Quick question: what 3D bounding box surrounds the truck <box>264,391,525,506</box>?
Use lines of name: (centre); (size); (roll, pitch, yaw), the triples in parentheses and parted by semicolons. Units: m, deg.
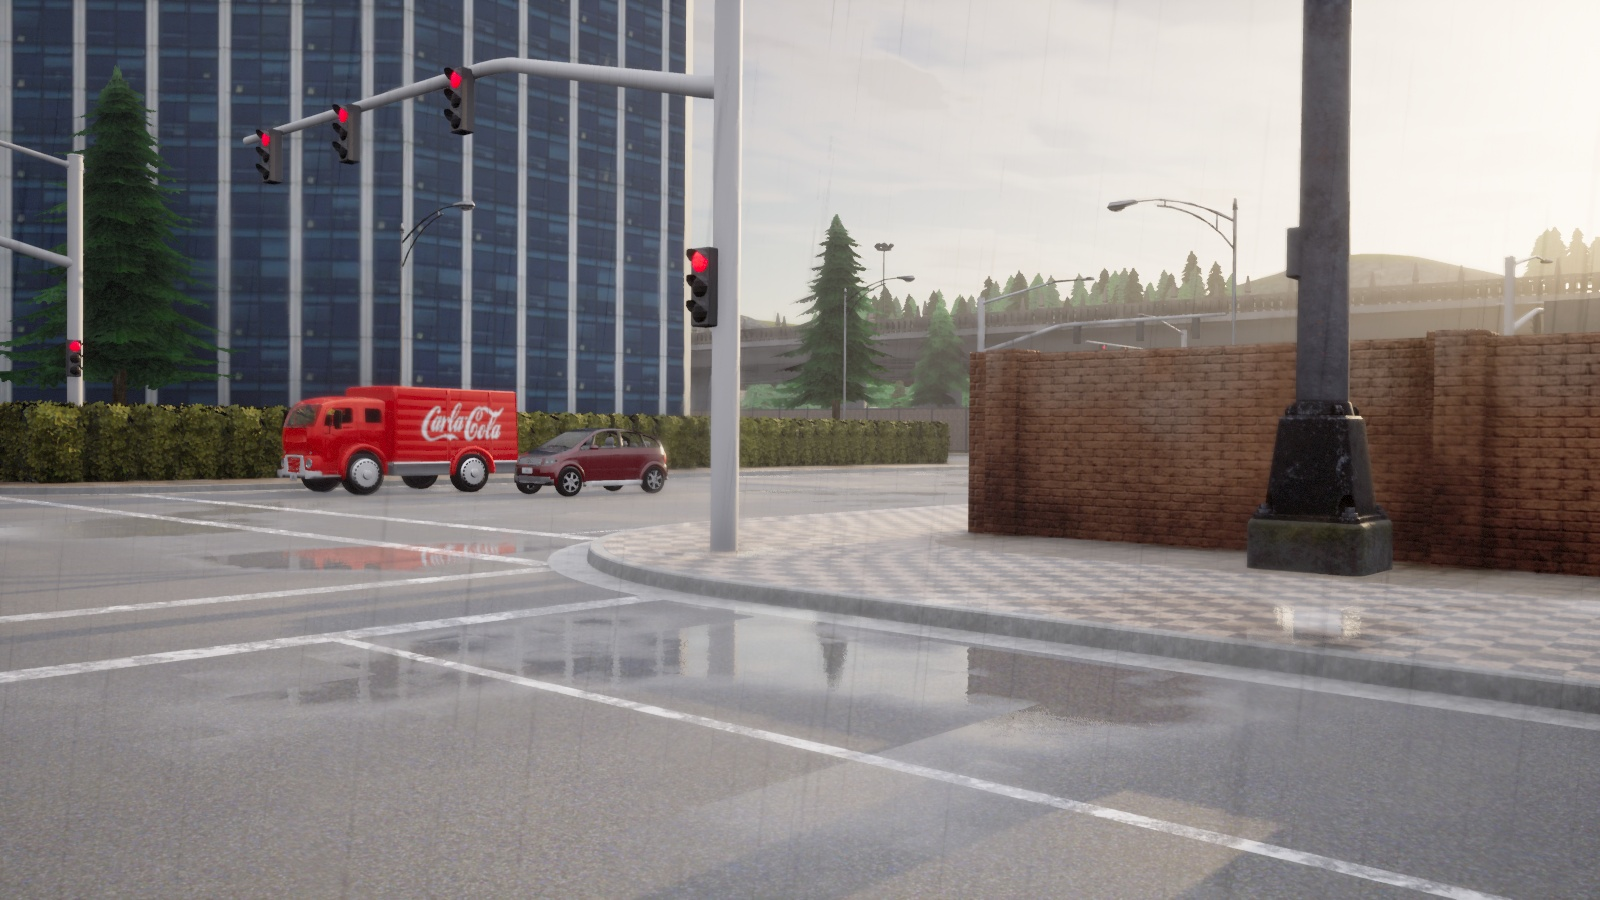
truck: (-9.437, -0.074, 29.588); (2.627, 2.467, 5.204); (0, 1, 41)

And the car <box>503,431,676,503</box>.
car: (-4.882, 0.352, 29.483); (1.789, 1.549, 3.705); (0, 1, 41)
